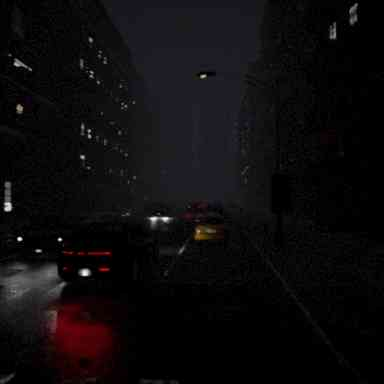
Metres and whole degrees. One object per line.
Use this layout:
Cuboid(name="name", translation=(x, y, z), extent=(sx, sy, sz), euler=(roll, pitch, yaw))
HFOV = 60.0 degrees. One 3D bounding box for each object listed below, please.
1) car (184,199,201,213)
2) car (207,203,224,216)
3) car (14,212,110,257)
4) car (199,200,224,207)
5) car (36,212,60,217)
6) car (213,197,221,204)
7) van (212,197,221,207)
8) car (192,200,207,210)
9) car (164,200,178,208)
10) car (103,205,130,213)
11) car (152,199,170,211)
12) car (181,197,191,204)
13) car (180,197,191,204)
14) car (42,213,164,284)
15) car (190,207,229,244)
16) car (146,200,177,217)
Cuboid(name="car", translation=(0.416, 1.952, 42.406), extent=(1.812, 1.442, 4.674), euler=(0, -1, 5))
Cuboid(name="car", translation=(2.777, 1.981, 38.745), extent=(1.802, 1.307, 4.206), euler=(1, 0, 5))
Cuboid(name="car", translation=(-5.058, 1.720, 13.533), extent=(1.895, 1.301, 4.718), euler=(0, -1, 5))
Cuboid(name="car", translation=(1.898, 1.727, 27.701), extent=(1.967, 1.590, 4.097), euler=(1, 0, 5))
Cuboid(name="car", translation=(-7.346, 1.732, 17.269), extent=(1.802, 1.307, 4.206), euler=(1, -1, 5))
Cuboid(name="car", translation=(7.194, 2.253, 93.975), extent=(2.192, 1.841, 5.009), euler=(1, 0, 5))
Cuboid(name="van", translation=(4.988, 2.012, 66.361), extent=(1.690, 1.788, 3.998), euler=(1, 0, 5))
Cuboid(name="car", translation=(1.201, 2.075, 52.689), extent=(2.033, 1.411, 5.357), euler=(0, -1, 5))
Cuboid(name="car", translation=(-3.815, 2.139, 61.453), extent=(1.887, 1.381, 4.507), euler=(1, 0, 5))
Cuboid(name="car", translation=(-6.476, 1.788, 28.147), extent=(1.752, 1.417, 4.829), euler=(1, 0, 5))
Cuboid(name="car", translation=(-4.696, 1.926, 50.408), extent=(1.967, 1.590, 4.097), euler=(1, 0, 5))
Cuboid(name="car", translation=(-1.605, 2.178, 89.068), extent=(2.192, 1.841, 5.009), euler=(1, 0, 5))
Cuboid(name="car", translation=(-2.051, 2.361, 83.544), extent=(2.008, 1.369, 4.403), euler=(1, 0, 5))
Cuboid(name="car", translation=(-2.236, 1.596, 9.930), extent=(1.837, 1.490, 4.892), euler=(0, -1, 5))
Cuboid(name="car", translation=(1.026, 1.699, 16.825), extent=(1.752, 1.417, 4.829), euler=(1, -1, 5))
Cuboid(name="car", translation=(-3.175, 1.907, 36.754), extent=(2.033, 1.411, 5.357), euler=(0, -1, 5))
